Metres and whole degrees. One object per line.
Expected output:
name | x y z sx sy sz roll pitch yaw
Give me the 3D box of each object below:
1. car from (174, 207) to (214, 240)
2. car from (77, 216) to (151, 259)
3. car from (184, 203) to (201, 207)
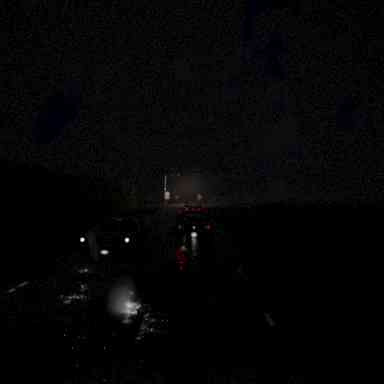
car | 0.092 1.660 17.437 1.895 1.301 4.718 0 0 0
car | -2.793 1.633 12.846 1.895 1.301 4.718 0 0 1
car | 0.087 1.782 35.083 1.895 1.301 4.718 0 0 0
